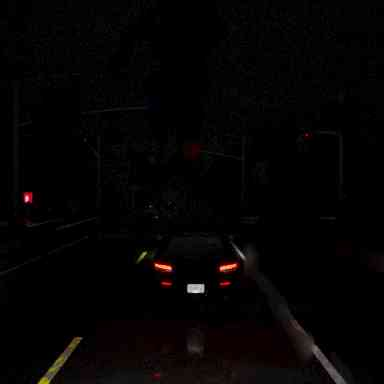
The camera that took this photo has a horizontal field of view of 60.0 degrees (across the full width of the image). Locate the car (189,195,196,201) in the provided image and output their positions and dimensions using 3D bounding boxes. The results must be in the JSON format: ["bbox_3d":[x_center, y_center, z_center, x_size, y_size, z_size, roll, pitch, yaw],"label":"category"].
[{"bbox_3d":[0.099,1.523,80.931,2.128,1.511,4.902,0,0,0],"label":"car"}]

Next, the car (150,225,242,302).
[{"bbox_3d":[0.083,1.525,8.137,1.812,1.442,4.674,0,0,0],"label":"car"}]

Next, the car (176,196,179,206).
[{"bbox_3d":[-3.531,1.220,52.023,2.150,2.045,5.566,0,0,0],"label":"car"}]

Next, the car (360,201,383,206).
[{"bbox_3d":[15.574,1.527,28.695,5.357,1.411,2.033,0,0,-6],"label":"car"}]

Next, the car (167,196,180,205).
[{"bbox_3d":[-3.484,1.490,62.060,2.128,1.511,4.902,0,0,0],"label":"car"}]

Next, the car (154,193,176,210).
[{"bbox_3d":[-3.543,1.351,42.349,2.097,1.767,4.553,0,0,0],"label":"car"}]
